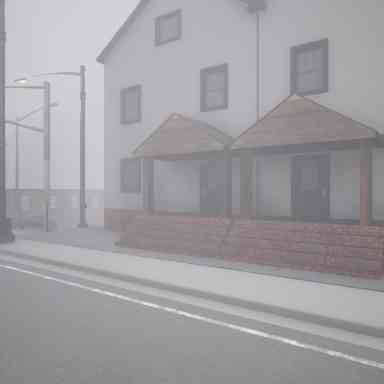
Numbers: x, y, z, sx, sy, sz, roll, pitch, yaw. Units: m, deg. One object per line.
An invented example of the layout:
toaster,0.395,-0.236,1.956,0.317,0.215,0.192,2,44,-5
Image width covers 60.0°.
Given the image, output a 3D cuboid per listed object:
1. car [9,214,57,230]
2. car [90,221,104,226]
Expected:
car,-14.069,2.655,29.317,1.994,1.385,4.181,0,-9,36
car,-8.969,3.820,36.408,2.097,1.767,4.553,0,-12,35
